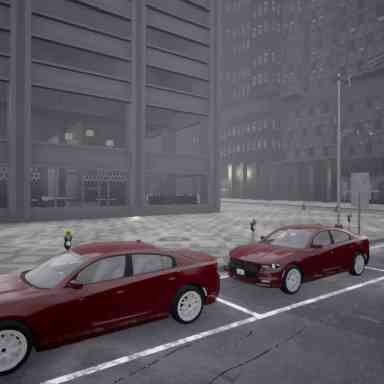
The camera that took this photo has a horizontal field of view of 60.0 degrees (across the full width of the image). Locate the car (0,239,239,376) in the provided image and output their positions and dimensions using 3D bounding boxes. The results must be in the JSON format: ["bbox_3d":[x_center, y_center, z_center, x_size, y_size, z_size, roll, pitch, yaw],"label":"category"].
[{"bbox_3d":[-1.573,1.545,5.548,4.507,1.381,1.887,0,0,-36],"label":"car"}]

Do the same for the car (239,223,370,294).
[{"bbox_3d":[2.914,1.546,8.772,4.507,1.381,1.887,0,0,-36],"label":"car"}]
